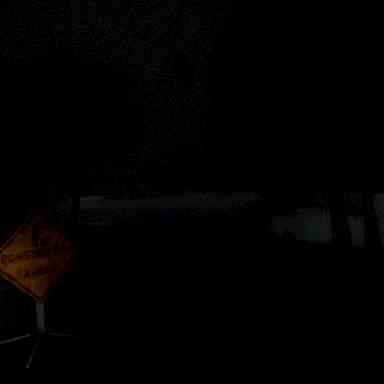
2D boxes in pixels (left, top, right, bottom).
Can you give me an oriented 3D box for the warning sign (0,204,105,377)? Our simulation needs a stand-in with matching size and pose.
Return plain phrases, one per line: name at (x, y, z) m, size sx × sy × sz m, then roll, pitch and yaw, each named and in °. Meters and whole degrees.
warning sign at (-2.083, 1.129, 4.534) m, size 1.060 × 1.860 × 1.300 m, roll -2°, pitch 0°, yaw 35°
